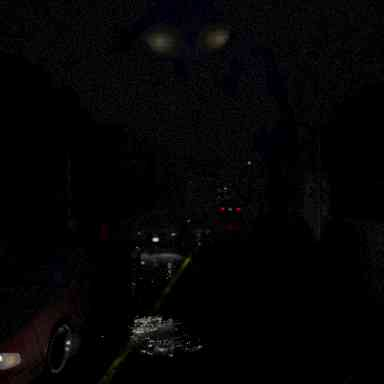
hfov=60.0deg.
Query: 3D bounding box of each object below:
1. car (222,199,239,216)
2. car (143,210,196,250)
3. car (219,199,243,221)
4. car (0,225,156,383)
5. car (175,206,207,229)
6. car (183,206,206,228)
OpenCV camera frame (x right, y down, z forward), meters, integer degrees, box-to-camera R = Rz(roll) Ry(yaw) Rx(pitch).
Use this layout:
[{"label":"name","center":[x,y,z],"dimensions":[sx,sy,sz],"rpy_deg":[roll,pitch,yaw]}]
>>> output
[{"label":"car","center":[5.118,2.005,44.256],"dimensions":[2.150,2.045,5.566],"rpy_deg":[0,-1,7]},{"label":"car","center":[-1.194,1.733,15.154],"dimensions":[1.994,1.385,4.181],"rpy_deg":[0,-1,7]},{"label":"car","center":[3.924,1.784,33.830],"dimensions":[2.150,2.045,5.566],"rpy_deg":[0,-1,8]},{"label":"car","center":[-2.304,1.587,5.865],"dimensions":[2.033,1.411,5.357],"rpy_deg":[0,-1,7]},{"label":"car","center":[0.037,1.862,25.509],"dimensions":[1.837,1.490,4.892],"rpy_deg":[0,-1,7]},{"label":"car","center":[-0.470,1.413,20.454],"dimensions":[2.033,1.411,5.357],"rpy_deg":[0,-1,7]}]
